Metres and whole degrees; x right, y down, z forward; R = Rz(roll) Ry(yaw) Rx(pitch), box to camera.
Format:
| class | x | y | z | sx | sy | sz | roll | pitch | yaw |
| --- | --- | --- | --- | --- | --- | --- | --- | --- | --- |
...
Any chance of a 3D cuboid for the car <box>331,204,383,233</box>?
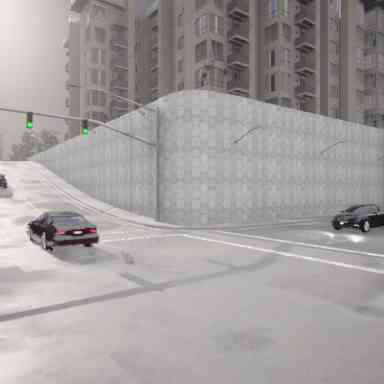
| class | x | y | z | sx | sy | sz | roll | pitch | yaw |
| --- | --- | --- | --- | --- | --- | --- | --- | --- | --- |
| car | 10.338 | 1.505 | 19.977 | 4.892 | 1.490 | 1.837 | 0 | 0 | -36 |

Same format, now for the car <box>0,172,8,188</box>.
| class | x | y | z | sx | sy | sz | roll | pitch | yaw |
| --- | --- | --- | --- | --- | --- | --- | --- | --- | --- |
| car | -20.970 | -1.374 | 35.551 | 2.128 | 1.511 | 4.902 | 0 | 12 | -36 |

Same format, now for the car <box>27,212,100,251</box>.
| class | x | y | z | sx | sy | sz | roll | pitch | yaw |
| --- | --- | --- | --- | --- | --- | --- | --- | --- | --- |
| car | -5.680 | 1.548 | 14.286 | 2.033 | 1.411 | 5.357 | 0 | 0 | -36 |
